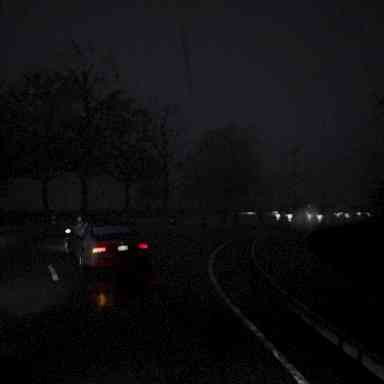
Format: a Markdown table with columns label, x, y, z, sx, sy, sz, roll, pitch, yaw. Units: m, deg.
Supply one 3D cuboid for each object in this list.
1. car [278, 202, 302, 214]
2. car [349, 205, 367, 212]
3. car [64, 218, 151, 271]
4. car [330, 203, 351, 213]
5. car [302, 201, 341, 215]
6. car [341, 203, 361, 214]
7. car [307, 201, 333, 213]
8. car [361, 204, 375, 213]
| label | x | y | z | sx | sy | sz | roll | pitch | yaw |
| --- | --- | --- | --- | --- | --- | --- | --- | --- | --- |
| car | 12.918 | 2.026 | 42.843 | 1.882 | 1.535 | 5.008 | 0 | -2 | 43 |
| car | 31.898 | 3.095 | 63.772 | 1.895 | 1.301 | 4.718 | 0 | -2 | 42 |
| car | -3.079 | 1.593 | 11.301 | 2.033 | 1.411 | 5.357 | 0 | 0 | -28 |
| car | 25.198 | 2.668 | 56.304 | 1.837 | 1.490 | 4.892 | 0 | -2 | 42 |
| car | 16.107 | 2.108 | 41.140 | 2.033 | 1.411 | 5.357 | 0 | -2 | 43 |
| car | 22.299 | 2.435 | 47.961 | 1.994 | 1.385 | 4.181 | 0 | -2 | 42 |
| car | 19.067 | 2.207 | 49.583 | 2.097 | 1.767 | 4.553 | 0 | -2 | 42 |
| car | 29.216 | 2.743 | 55.522 | 1.812 | 1.442 | 4.674 | 0 | -2 | 42 |
